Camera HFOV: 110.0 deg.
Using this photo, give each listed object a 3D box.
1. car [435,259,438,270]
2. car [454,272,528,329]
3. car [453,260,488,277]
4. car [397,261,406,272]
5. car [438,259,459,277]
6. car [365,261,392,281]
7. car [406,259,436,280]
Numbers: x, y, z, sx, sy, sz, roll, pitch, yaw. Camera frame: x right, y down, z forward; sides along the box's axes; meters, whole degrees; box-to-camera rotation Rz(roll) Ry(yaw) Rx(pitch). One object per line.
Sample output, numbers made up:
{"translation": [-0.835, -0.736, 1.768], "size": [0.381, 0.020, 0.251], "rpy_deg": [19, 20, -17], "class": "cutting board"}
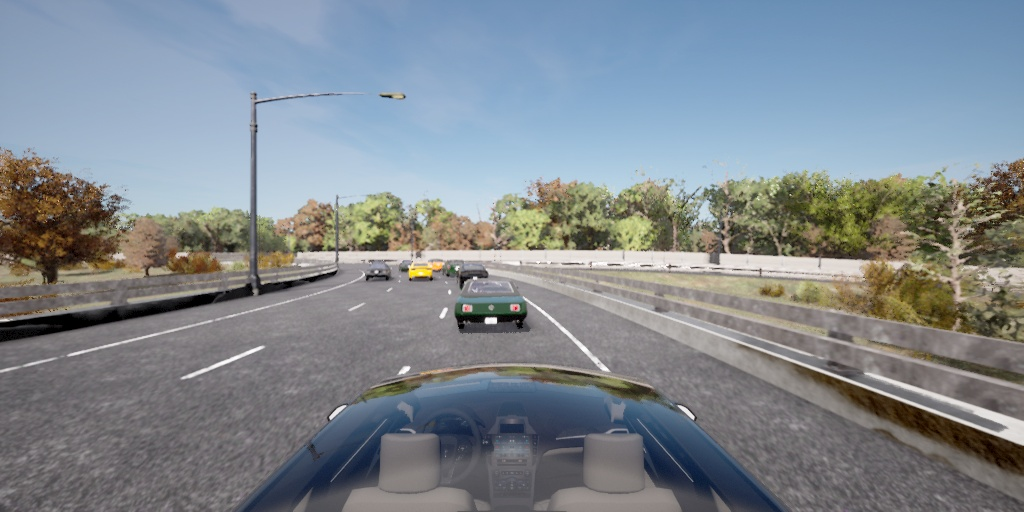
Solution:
{"translation": [-10.084, 1.113, 46.911], "size": [2.097, 1.767, 4.553], "rpy_deg": [0, 0, -24], "class": "car"}
{"translation": [-0.709, 1.352, 11.318], "size": [1.895, 1.301, 4.718], "rpy_deg": [0, 0, -5], "class": "car"}
{"translation": [-2.777, 1.231, 24.443], "size": [1.882, 1.535, 5.008], "rpy_deg": [0, 0, -12], "class": "car"}
{"translation": [-13.419, 1.325, 45.865], "size": [1.994, 1.385, 4.181], "rpy_deg": [0, 0, -24], "class": "car"}
{"translation": [-5.854, 1.108, 36.005], "size": [2.097, 1.767, 4.553], "rpy_deg": [0, 0, -18], "class": "car"}
{"translation": [-11.422, 1.307, 30.816], "size": [2.033, 1.411, 5.357], "rpy_deg": [0, 0, -16], "class": "car"}
{"translation": [-7.966, 1.235, 31.176], "size": [1.882, 1.535, 5.008], "rpy_deg": [0, 0, -16], "class": "car"}
